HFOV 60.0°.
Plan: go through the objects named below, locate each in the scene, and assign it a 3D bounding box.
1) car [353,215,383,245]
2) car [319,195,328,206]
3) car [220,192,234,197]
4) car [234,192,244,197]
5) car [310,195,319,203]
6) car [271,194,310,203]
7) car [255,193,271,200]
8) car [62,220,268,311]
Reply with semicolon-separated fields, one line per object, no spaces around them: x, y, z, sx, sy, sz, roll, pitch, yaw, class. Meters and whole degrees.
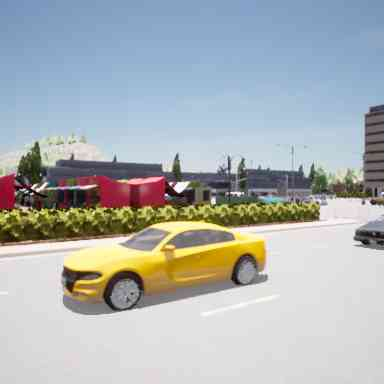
9.185;1.536;14.276;5.357;1.411;2.033;0;0;-34;car
18.691;1.416;50.861;1.970;1.475;3.806;0;0;-33;car
7.927;1.167;82.746;1.905;1.878;3.866;0;0;-33;car
10.377;1.162;84.287;1.932;1.855;4.605;0;0;-33;car
16.269;1.386;49.275;1.784;1.438;3.905;0;0;-33;car
14.052;1.178;47.762;1.932;1.855;4.605;0;0;-33;car
15.238;1.410;66.654;1.970;1.475;3.806;0;0;-33;car
-0.419;1.474;7.887;5.008;1.535;1.882;0;0;-34;car
